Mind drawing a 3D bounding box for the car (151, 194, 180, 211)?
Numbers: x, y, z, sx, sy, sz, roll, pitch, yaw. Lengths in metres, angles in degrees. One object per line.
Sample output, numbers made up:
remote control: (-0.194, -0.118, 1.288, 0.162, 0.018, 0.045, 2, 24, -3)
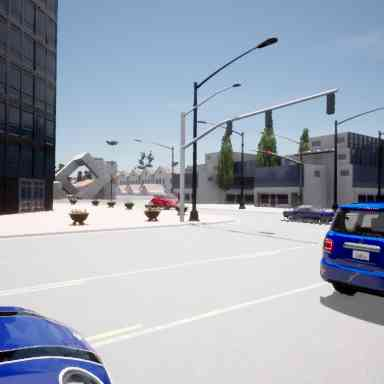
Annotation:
car: (-3.290, 1.314, 43.379, 2.150, 2.045, 5.566, 1, 0, -35)

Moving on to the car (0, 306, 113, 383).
car: (-2.700, 1.352, 1.818, 4.553, 1.767, 2.097, 0, 0, -35)

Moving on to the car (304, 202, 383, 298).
car: (5.232, 1.240, 7.526, 5.566, 2.045, 2.150, 0, 0, -35)

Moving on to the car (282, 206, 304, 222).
car: (9.310, 1.717, 25.359, 1.895, 1.301, 4.718, 1, 0, -35)
